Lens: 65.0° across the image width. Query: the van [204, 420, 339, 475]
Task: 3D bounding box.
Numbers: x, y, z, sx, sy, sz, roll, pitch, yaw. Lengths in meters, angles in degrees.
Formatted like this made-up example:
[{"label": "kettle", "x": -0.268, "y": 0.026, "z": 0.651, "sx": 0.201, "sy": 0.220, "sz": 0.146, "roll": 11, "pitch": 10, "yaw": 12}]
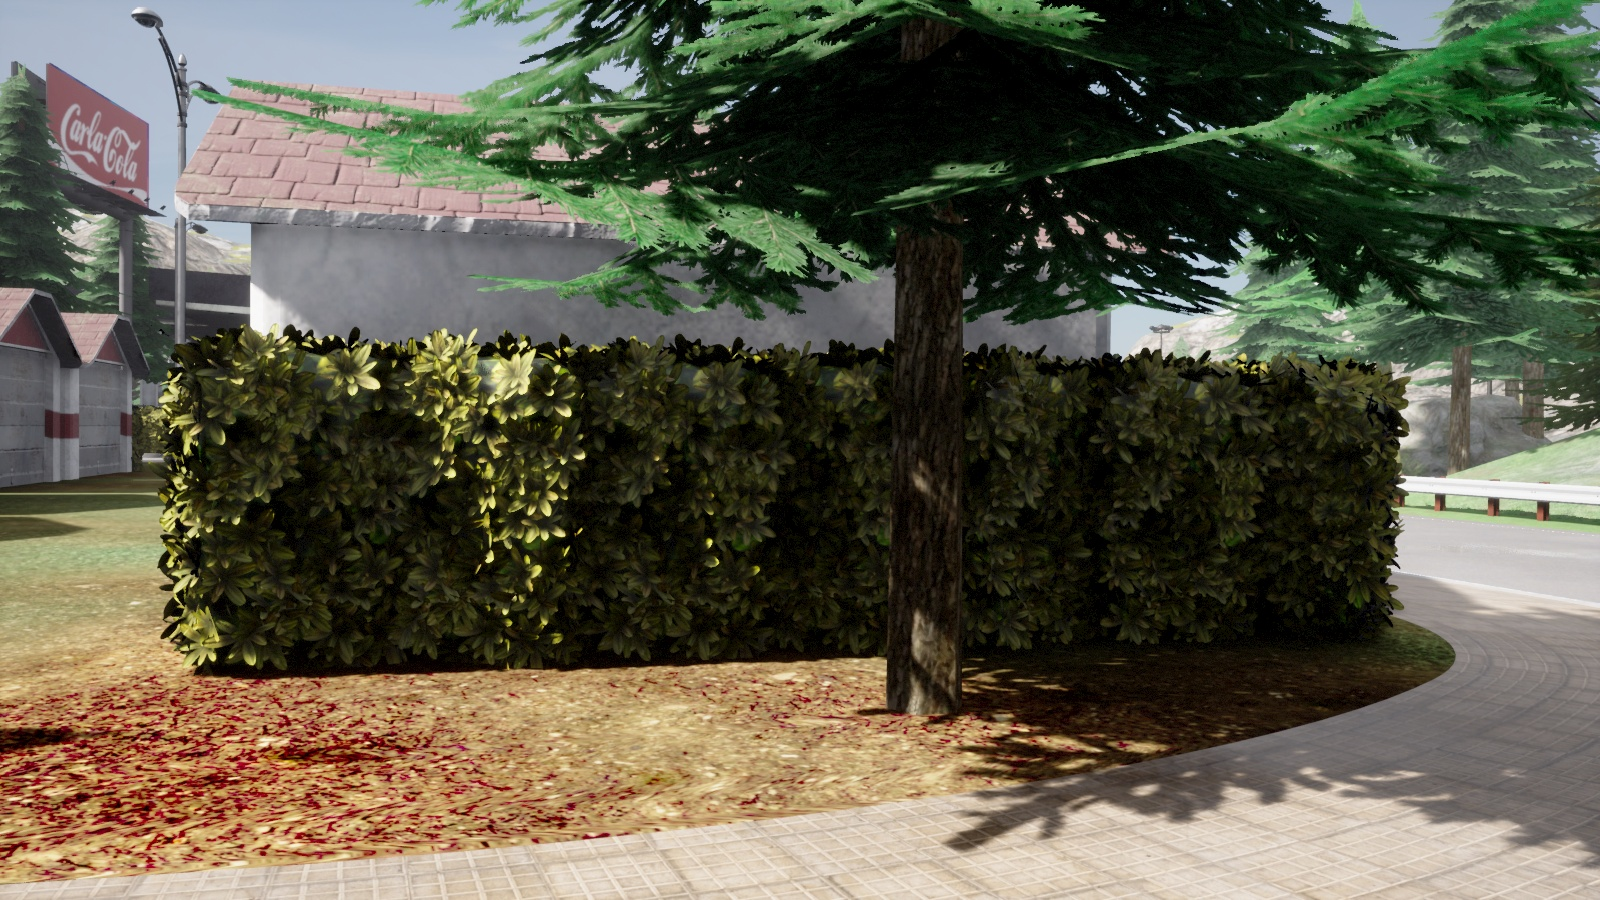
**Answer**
[{"label": "van", "x": -19.764, "y": -0.103, "z": 47.132, "sx": 4.442, "sy": 1.987, "sz": 1.775, "roll": 0, "pitch": 0, "yaw": -14}]
